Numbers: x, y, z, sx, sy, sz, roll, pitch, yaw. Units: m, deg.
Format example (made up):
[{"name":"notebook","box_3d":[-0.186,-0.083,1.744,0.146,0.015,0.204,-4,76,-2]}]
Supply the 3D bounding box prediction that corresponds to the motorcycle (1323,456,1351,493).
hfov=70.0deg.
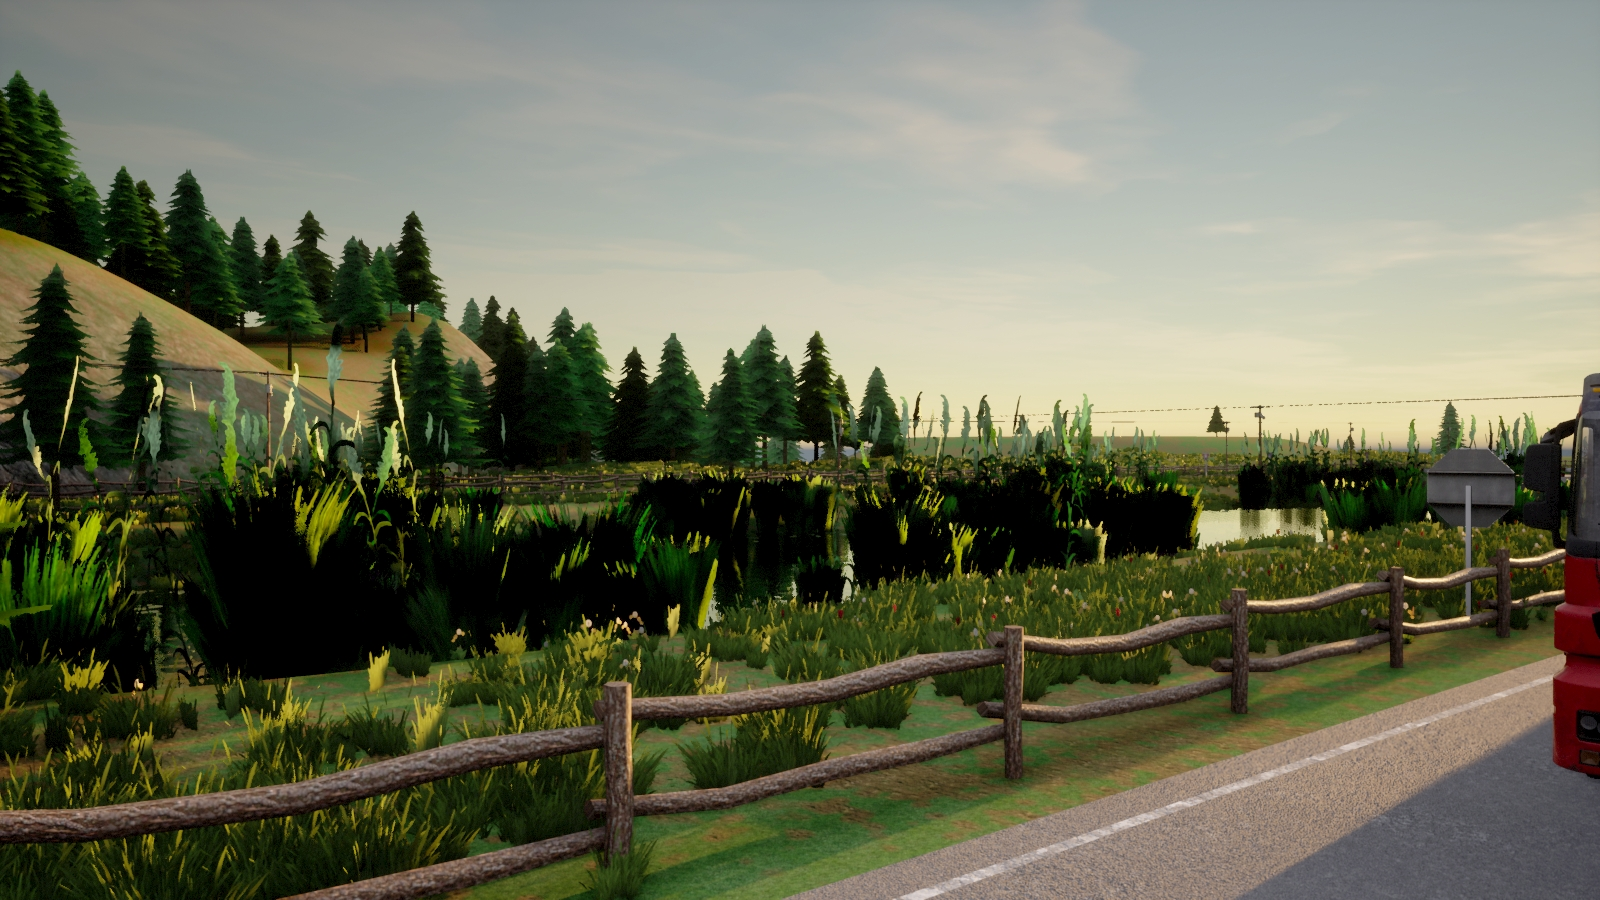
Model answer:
[{"name":"motorcycle","box_3d":[35.009,1.577,74.471,2.033,2.348,0.803,0,0,-39]}]

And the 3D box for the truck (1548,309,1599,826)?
[{"name":"truck","box_3d":[9.524,0.862,10.952,2.891,3.827,8.468,0,0,40]}]
